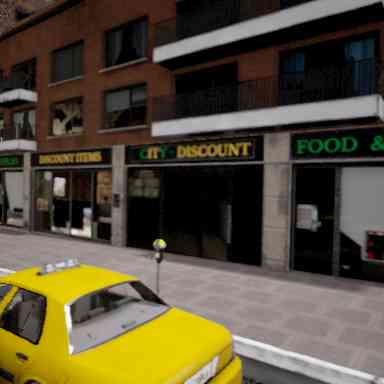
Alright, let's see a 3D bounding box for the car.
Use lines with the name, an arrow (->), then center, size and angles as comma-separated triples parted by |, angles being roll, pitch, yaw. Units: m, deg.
car -> -1.797, 1.499, 4.139 | 4.829, 1.417, 1.752 | 0, 2, 36
